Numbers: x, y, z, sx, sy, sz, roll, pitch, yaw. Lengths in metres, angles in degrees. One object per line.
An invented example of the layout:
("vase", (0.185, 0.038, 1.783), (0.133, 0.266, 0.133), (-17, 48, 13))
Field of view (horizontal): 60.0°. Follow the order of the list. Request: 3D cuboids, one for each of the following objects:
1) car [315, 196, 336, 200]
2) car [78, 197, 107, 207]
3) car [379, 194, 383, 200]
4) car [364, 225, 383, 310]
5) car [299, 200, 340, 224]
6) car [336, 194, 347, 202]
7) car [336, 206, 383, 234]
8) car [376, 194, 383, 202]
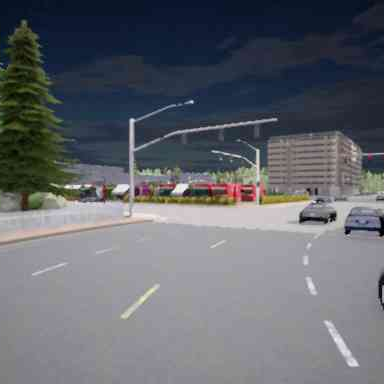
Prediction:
("car", (22.580, 1.332, 57.049), (2.033, 1.411, 5.357), (1, 0, 34))
("car", (-13.041, 1.306, 43.762), (4.181, 1.385, 1.994), (1, 0, 34))
("car", (46.065, 1.153, 79.503), (1.994, 1.385, 4.181), (0, 0, 34))
("car", (4.139, 1.500, 4.319), (1.837, 1.490, 4.892), (0, 1, 9))
("car", (9.199, 1.498, 24.098), (1.994, 1.385, 4.181), (0, 0, 33))
("car", (31.208, 1.254, 69.887), (1.837, 1.490, 4.892), (0, 0, 34))
("car", (9.555, 1.495, 18.228), (2.033, 1.411, 5.357), (0, 0, 32))
("car", (40.352, 1.324, 70.966), (2.033, 1.411, 5.357), (0, 0, 34))
